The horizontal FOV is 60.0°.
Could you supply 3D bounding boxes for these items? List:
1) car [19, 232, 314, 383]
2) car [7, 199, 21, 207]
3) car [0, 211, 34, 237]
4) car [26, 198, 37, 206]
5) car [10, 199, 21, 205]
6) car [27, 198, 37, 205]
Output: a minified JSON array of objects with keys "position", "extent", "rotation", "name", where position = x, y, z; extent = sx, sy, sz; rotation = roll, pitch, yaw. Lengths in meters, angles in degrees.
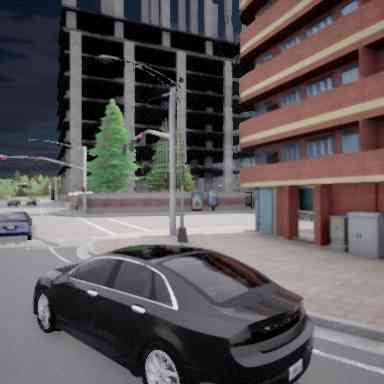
[{"position":[-0.711,1.560,5.059],"extent":[4.892,1.490,1.837],"rotation":[0,0,43],"name":"car"},{"position":[-37.547,2.320,69.620],"extent":[2.033,1.411,5.357],"rotation":[0,-1,-25],"name":"car"},{"position":[-9.718,1.768,18.098],"extent":[2.033,1.411,5.357],"rotation":[0,-1,-26],"name":"car"},{"position":[-34.369,2.309,71.087],"extent":[1.812,1.442,4.674],"rotation":[0,-1,-25],"name":"car"},{"position":[-41.852,2.273,78.948],"extent":[1.994,1.385,4.181],"rotation":[0,-1,-25],"name":"car"},{"position":[-38.675,2.266,80.414],"extent":[2.033,1.411,5.357],"rotation":[0,-1,-25],"name":"car"}]
